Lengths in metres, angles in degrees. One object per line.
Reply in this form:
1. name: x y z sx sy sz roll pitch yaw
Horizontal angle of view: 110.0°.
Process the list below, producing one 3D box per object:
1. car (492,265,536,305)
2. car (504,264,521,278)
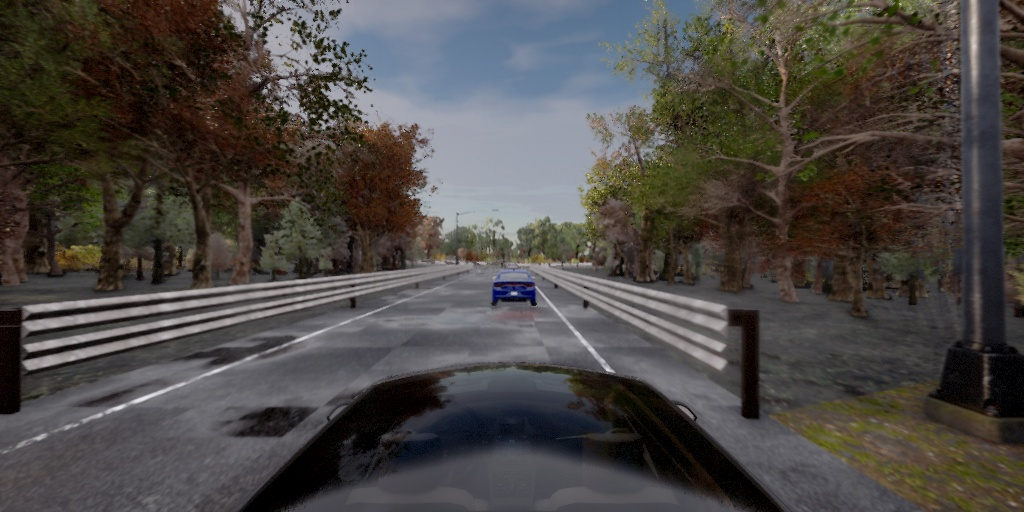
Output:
1. car: 0.087 1.391 17.026 1.882 1.535 5.008 0 0 0
2. car: 0.074 1.692 40.814 1.812 1.442 4.674 0 0 0
